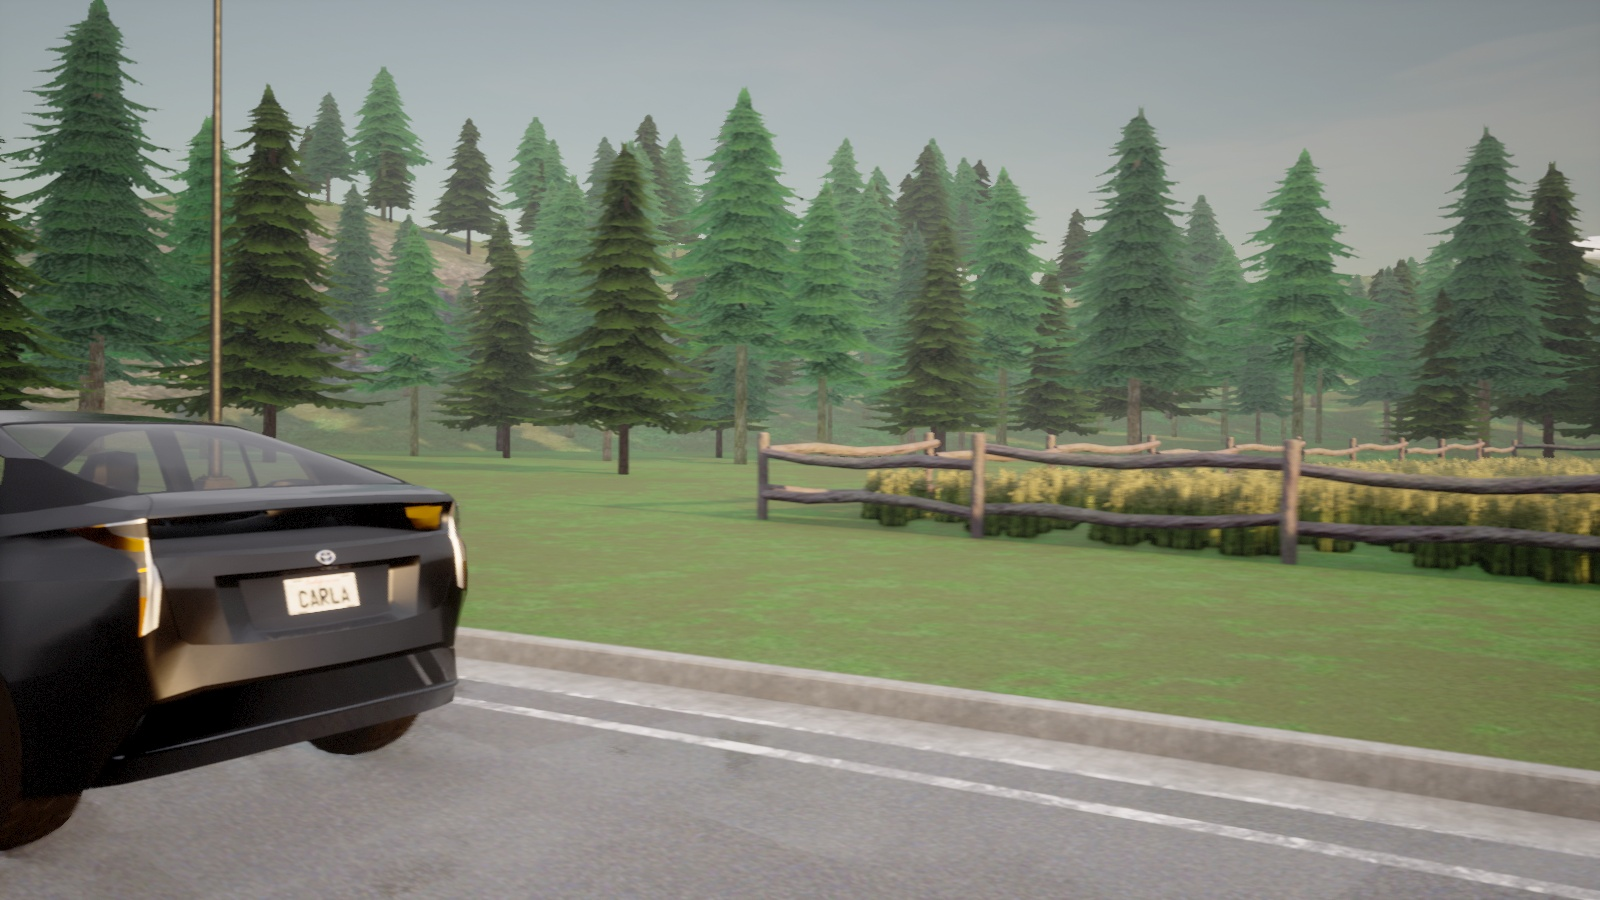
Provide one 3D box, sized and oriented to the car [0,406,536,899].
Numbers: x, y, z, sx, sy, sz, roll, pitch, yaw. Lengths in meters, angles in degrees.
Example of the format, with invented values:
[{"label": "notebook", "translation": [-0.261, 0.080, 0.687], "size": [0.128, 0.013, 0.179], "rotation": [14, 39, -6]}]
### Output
[{"label": "car", "translation": [-3.608, 0.611, 5.705], "size": [4.514, 1.525, 2.007], "rotation": [0, 1, 30]}]
